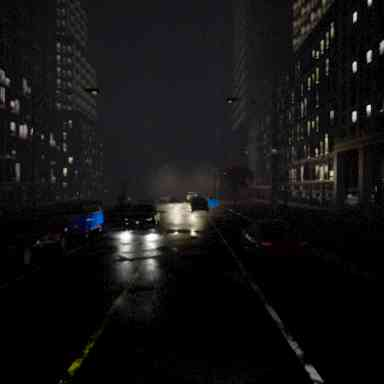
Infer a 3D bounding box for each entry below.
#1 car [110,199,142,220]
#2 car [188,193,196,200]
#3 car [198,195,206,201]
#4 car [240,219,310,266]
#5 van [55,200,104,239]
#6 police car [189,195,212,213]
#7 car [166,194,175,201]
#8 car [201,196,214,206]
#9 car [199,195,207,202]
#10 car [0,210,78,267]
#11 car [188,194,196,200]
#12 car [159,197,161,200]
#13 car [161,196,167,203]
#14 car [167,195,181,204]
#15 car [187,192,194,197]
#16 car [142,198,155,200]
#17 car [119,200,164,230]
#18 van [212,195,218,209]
[{"bbox_3d":[-5.718,1.539,28.188,1.887,1.381,4.507,-1,0,0],"label":"car"},{"bbox_3d":[0.862,1.351,47.165,2.097,1.767,4.553,0,0,0],"label":"car"},{"bbox_3d":[2.628,1.600,90.067,1.947,1.339,4.313,-1,0,0],"label":"car"},{"bbox_3d":[2.673,1.578,11.318,1.802,1.307,4.206,-1,0,0],"label":"car"},{"bbox_3d":[-5.715,1.336,16.937,1.690,1.788,3.998,-1,0,0],"label":"van"},{"bbox_3d":[0.879,1.421,37.302,1.930,1.638,5.238,0,0,0],"label":"police car"},{"bbox_3d":[-5.755,1.474,90.063,1.967,1.590,4.097,-1,0,0],"label":"car"},{"bbox_3d":[2.644,1.445,56.318,1.967,1.590,4.097,-1,0,0],"label":"car"},{"bbox_3d":[2.633,1.548,78.989,1.752,1.417,4.829,-1,0,0],"label":"car"},{"bbox_3d":[-5.708,1.541,11.313,1.887,1.381,4.507,-1,0,0],"label":"car"},{"bbox_3d":[-0.049,1.367,87.228,1.882,1.535,5.008,0,0,0],"label":"car"},{"bbox_3d":[-5.728,1.549,45.063,2.008,1.369,4.403,-1,0,0],"label":"car"},{"bbox_3d":[-5.740,1.563,67.563,2.008,1.369,4.403,-1,0,0],"label":"car"},{"bbox_3d":[-3.065,1.486,62.872,1.882,1.535,5.008,0,0,1],"label":"car"},{"bbox_3d":[-0.041,1.118,72.437,2.150,2.045,5.566,0,0,0],"label":"car"},{"bbox_3d":[-5.724,1.547,39.439,2.008,1.369,4.403,-1,0,0],"label":"car"},{"bbox_3d":[-3.110,1.499,21.351,1.837,1.490,4.892,0,0,0],"label":"car"},{"bbox_3d":[2.649,1.339,45.069,1.690,1.788,3.998,-1,0,0],"label":"van"}]
